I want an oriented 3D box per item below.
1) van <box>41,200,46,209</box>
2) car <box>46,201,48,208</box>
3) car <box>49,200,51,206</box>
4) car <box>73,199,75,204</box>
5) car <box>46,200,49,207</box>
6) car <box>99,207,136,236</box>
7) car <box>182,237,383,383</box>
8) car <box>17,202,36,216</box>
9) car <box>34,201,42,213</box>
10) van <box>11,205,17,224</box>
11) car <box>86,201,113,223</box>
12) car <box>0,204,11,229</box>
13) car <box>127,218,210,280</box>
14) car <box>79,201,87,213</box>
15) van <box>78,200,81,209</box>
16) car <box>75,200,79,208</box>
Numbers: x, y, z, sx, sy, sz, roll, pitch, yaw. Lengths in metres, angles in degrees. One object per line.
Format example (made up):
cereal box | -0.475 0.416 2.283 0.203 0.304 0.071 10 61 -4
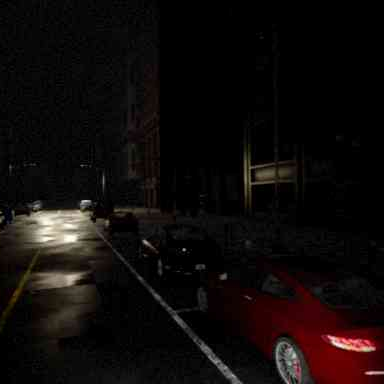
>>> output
van | -30.368 2.681 65.442 1.690 1.788 3.998 -1 -1 -21
car | -32.349 3.009 70.713 1.947 1.339 4.313 -1 -1 -21
car | -36.325 2.965 81.265 2.192 1.841 5.009 -1 -1 -21
car | -30.333 3.103 89.552 1.967 1.590 4.097 -1 -1 -21
car | -34.334 3.112 75.988 1.947 1.339 4.313 -1 -1 -21
car | -4.524 1.881 20.988 1.887 1.381 4.507 -1 -1 -21
car | 1.433 1.625 5.165 1.802 1.307 4.206 -1 -1 -21
car | -22.423 2.473 44.341 1.887 1.381 4.507 -1 -1 -21
car | -26.393 2.699 54.890 1.947 1.339 4.313 -1 -1 -21
van | -16.470 1.966 28.520 1.690 1.788 3.998 -1 -1 -21
car | -8.498 1.850 31.538 2.192 1.841 5.009 -1 -1 -21
car | -14.485 1.840 23.246 2.192 1.841 5.009 -1 -1 -21
car | -0.553 1.691 10.440 2.008 1.369 4.403 -1 -1 -21
car | -16.496 2.469 52.792 1.752 1.417 4.829 -1 -1 -21
van | -18.424 2.385 57.909 1.690 1.788 3.998 -1 -1 -21
car | -22.393 2.690 68.456 1.967 1.590 4.097 -1 -1 -21
